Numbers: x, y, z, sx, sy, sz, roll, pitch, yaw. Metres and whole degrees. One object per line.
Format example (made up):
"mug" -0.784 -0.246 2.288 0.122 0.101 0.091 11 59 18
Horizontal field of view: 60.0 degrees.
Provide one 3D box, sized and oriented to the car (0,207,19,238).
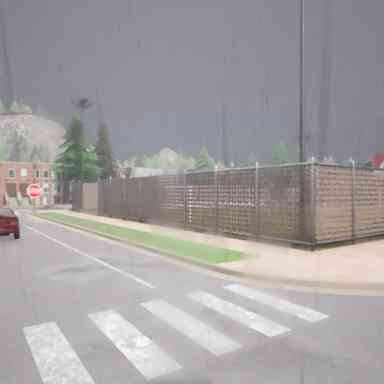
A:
"car" -9.949 1.480 16.776 1.882 1.535 5.008 1 -1 -33
